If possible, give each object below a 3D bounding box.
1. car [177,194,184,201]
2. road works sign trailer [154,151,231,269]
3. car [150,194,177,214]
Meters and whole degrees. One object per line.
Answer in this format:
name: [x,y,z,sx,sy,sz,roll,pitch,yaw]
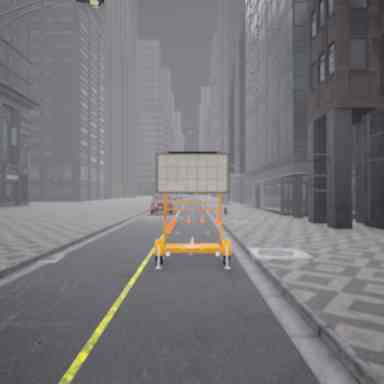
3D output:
car: [-2.902,1.166,75.261,2.097,1.767,4.553,0,0,0]
road works sign trailer: [0.025,0.446,11.070,2.380,3.560,2.880,0,0,0]
car: [-3.053,1.197,34.642,2.150,2.045,5.566,0,0,0]
